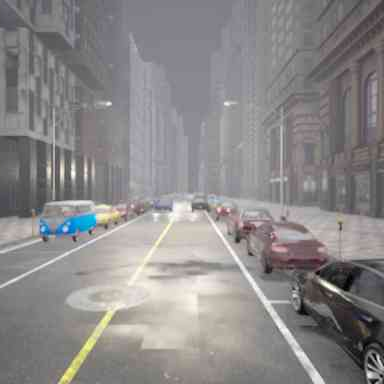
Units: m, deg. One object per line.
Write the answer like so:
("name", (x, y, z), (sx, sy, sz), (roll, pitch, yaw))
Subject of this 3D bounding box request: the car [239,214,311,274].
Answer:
("car", (2.754, 1.568, 10.249), (1.802, 1.307, 4.206), (0, 0, 0))

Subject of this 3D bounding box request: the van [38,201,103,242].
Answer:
("van", (-5.774, 1.319, 15.830), (1.690, 1.788, 3.998), (0, 0, 0))

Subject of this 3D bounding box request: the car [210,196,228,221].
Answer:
("car", (2.745, 1.405, 27.053), (1.967, 1.590, 4.097), (0, 0, 0))

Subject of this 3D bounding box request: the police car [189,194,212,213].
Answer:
("police car", (0.880, 1.378, 37.206), (1.930, 1.638, 5.238), (0, 0, 0))

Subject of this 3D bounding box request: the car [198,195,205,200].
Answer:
("car", (2.711, 1.494, 94.274), (1.802, 1.307, 4.206), (0, 0, 0))

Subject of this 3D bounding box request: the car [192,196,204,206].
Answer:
("car", (0.872, 1.462, 53.096), (1.812, 1.442, 4.674), (0, 0, 0))

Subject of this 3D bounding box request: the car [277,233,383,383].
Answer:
("car", (2.757, 1.559, 4.646), (1.947, 1.339, 4.313), (0, 0, 0))

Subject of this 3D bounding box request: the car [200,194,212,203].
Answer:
("car", (2.724, 1.242, 66.265), (2.192, 1.841, 5.009), (0, 0, 0))

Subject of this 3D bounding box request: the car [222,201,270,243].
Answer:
("car", (2.751, 1.419, 15.850), (1.967, 1.590, 4.097), (0, 0, 0))

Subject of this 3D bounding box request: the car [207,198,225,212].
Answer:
("car", (2.740, 1.476, 38.427), (1.752, 1.417, 4.829), (0, 0, 0))

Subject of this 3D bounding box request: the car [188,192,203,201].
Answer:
("car", (0.874, 1.293, 47.066), (2.097, 1.767, 4.553), (0, 0, 0))

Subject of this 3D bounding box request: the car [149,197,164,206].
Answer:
("car", (-5.794, 1.500, 55.044), (1.947, 1.339, 4.313), (0, 0, 0))

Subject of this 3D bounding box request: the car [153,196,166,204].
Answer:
("car", (-5.797, 1.496, 60.646), (1.947, 1.339, 4.313), (0, 0, 0))

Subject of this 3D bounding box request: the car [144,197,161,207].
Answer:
("car", (-5.791, 1.490, 49.443), (2.008, 1.369, 4.403), (0, 0, 0))

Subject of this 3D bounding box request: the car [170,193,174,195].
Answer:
("car", (-5.806, 1.465, 77.453), (1.887, 1.381, 4.507), (0, 0, 0))

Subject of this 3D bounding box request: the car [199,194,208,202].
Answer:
("car", (2.719, 1.360, 77.469), (1.967, 1.590, 4.097), (0, 0, 0))

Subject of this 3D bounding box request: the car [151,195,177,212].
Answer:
("car", (-3.115, 1.429, 37.648), (1.882, 1.535, 5.008), (0, 0, 0))

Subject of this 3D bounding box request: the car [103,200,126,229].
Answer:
("car", (-5.777, 1.497, 21.262), (1.752, 1.417, 4.829), (0, 0, 0))

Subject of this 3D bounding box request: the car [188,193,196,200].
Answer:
("car", (-0.041, 1.131, 83.794), (2.097, 1.767, 4.553), (0, 0, 0))

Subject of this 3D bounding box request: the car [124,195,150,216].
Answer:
("car", (-5.783, 1.272, 32.636), (2.192, 1.841, 5.009), (0, 0, 0))

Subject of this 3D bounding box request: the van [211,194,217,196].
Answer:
("van", (2.736, 1.286, 43.859), (1.690, 1.788, 3.998), (0, 0, 0))

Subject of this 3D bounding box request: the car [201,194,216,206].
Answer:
("car", (2.730, 1.250, 55.061), (2.192, 1.841, 5.009), (0, 0, 0))

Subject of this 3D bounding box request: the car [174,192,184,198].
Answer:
("car", (-3.041, 1.087, 78.124), (1.994, 1.385, 4.181), (0, 0, 0))

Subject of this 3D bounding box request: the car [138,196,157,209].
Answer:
("car", (-5.789, 1.385, 43.840), (1.967, 1.590, 4.097), (0, 0, 0))

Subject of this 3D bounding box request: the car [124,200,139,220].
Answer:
("car", (-5.779, 1.546, 27.034), (1.802, 1.307, 4.206), (0, 0, 0))

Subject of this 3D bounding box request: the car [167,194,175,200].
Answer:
("car", (-5.815, 1.351, 94.259), (1.967, 1.590, 4.097), (0, 0, 0))

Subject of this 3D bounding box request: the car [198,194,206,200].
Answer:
("car", (2.714, 1.355, 88.672), (1.967, 1.590, 4.097), (0, 0, 0))

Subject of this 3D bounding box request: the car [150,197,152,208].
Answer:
("car", (-5.785, 1.533, 38.239), (1.802, 1.307, 4.206), (0, 0, 0))
